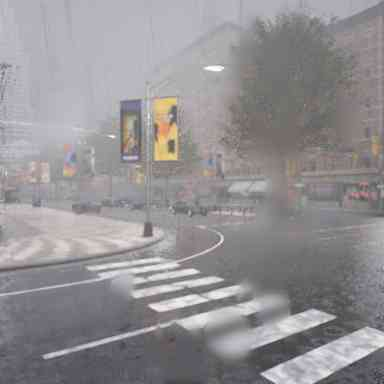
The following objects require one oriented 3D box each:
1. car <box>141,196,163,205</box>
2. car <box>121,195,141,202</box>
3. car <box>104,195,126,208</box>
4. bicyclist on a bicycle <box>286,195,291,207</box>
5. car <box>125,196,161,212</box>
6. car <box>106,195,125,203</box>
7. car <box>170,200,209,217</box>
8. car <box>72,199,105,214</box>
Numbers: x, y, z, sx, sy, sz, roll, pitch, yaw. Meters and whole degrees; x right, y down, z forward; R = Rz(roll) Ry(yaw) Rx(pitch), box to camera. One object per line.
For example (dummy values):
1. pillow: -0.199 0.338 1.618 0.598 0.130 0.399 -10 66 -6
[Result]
1. car: -7.626 1.533 62.982 2.128 1.511 4.902 0 0 -34
2. car: -13.052 1.436 70.886 2.033 1.411 5.357 0 0 -34
3. car: -11.459 1.405 48.089 2.097 1.767 4.553 0 0 -34
4. bicyclist on a bicycle: 13.272 1.263 46.464 1.656 1.620 0.582 -1 0 -34
5. car: -5.677 1.522 39.647 2.128 1.511 4.902 0 0 -34
6. car: -15.938 1.431 68.906 2.128 1.511 4.902 0 0 -34
7. car: -0.307 1.514 31.822 1.837 1.490 4.892 0 0 -34
8. car: -11.572 1.646 36.484 1.895 1.301 4.718 0 0 -35
